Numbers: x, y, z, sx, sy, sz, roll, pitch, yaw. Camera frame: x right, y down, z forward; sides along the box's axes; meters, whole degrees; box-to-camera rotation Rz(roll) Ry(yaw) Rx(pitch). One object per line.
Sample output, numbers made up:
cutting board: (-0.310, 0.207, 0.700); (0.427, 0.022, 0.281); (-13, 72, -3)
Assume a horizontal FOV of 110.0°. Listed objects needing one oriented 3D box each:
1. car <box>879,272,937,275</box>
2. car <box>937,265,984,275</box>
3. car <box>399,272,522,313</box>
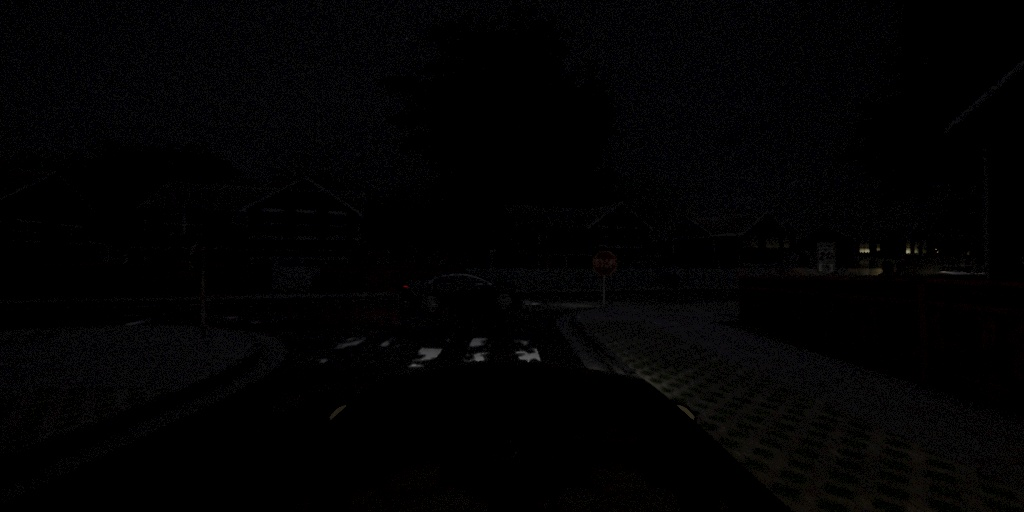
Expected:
car: (27.228, 1.902, 25.285); (4.674, 1.442, 1.812); (1, -1, -20)
car: (42.114, 1.855, 33.674); (5.566, 2.045, 2.150); (1, -1, -20)
car: (-2.021, 1.399, 14.567); (4.902, 1.511, 2.128); (1, -1, -20)
